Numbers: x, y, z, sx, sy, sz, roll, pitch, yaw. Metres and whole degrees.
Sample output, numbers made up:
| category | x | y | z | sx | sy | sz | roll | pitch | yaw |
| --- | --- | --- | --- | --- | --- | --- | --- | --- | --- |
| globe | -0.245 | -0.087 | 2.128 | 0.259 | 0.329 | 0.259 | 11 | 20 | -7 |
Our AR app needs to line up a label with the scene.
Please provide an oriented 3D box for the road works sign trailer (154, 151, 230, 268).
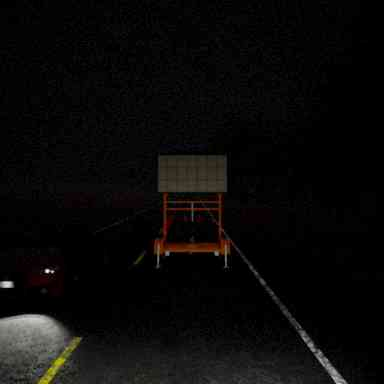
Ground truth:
| category | x | y | z | sx | sy | sz | roll | pitch | yaw |
| --- | --- | --- | --- | --- | --- | --- | --- | --- | --- |
| road works sign trailer | 0.016 | 0.446 | 11.193 | 2.380 | 3.560 | 2.880 | 0 | 0 | 1 |

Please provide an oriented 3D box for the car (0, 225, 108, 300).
| category | x | y | z | sx | sy | sz | roll | pitch | yaw |
| --- | --- | --- | --- | --- | --- | --- | --- | --- | --- |
| car | -3.496 | 1.555 | 8.268 | 1.994 | 1.385 | 4.181 | 0 | 0 | 0 |
